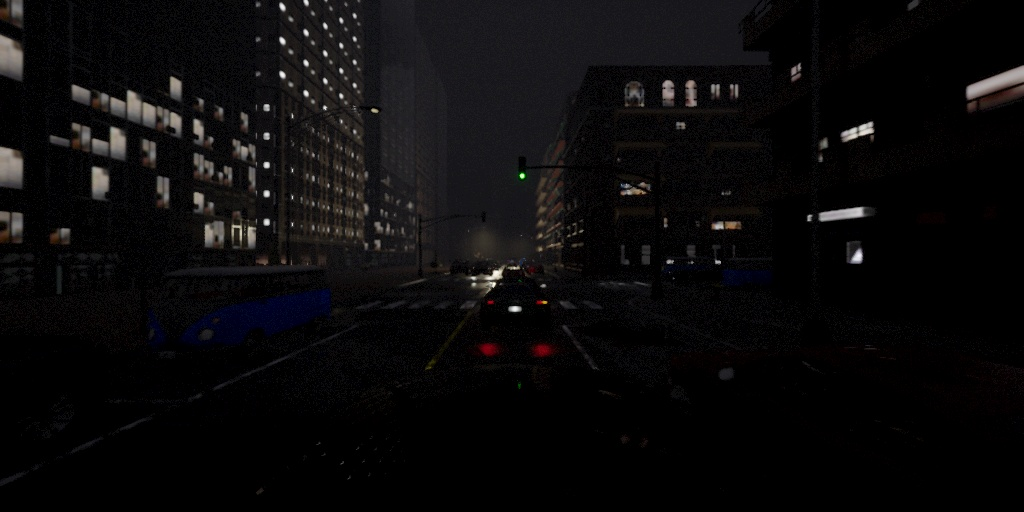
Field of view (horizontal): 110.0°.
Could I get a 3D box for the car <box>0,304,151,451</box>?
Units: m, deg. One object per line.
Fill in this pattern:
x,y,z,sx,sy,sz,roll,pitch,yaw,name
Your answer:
-5.692,1.319,2.492,1.948,1.339,4.313,0,0,0,car

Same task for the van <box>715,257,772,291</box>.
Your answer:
13.742,0.974,19.596,3.998,1.789,1.690,0,0,0,van

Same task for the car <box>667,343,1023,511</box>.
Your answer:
2.688,1.298,2.491,1.888,1.381,4.507,0,0,0,car

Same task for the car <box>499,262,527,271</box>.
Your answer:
0.100,1.476,31.553,1.895,1.301,4.718,0,0,0,car

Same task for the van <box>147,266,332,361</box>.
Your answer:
-5.692,1.116,8.015,1.690,1.789,3.998,0,0,0,van

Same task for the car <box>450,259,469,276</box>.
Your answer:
-5.691,1.230,40.404,2.192,1.841,5.009,0,0,0,car

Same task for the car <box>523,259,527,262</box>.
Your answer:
2.690,1.486,45.930,1.888,1.381,4.507,0,0,0,car

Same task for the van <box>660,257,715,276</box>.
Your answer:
13.721,0.968,27.977,3.998,1.789,1.690,0,0,0,van

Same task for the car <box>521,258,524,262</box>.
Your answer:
2.690,1.407,51.458,1.967,1.591,4.097,0,0,0,car

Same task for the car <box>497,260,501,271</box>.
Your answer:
-3.063,1.325,52.976,2.097,1.767,4.553,0,0,0,car

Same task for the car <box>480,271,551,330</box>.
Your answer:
0.155,1.352,11.294,1.994,1.385,4.181,0,0,2,car

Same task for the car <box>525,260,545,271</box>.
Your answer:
2.689,1.460,40.403,1.888,1.381,4.507,0,0,0,car

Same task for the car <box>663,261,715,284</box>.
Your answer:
13.629,1.231,25.392,4.718,1.301,1.895,-1,0,0,car

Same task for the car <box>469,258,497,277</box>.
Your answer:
-3.088,1.262,38.687,2.097,1.767,4.553,0,0,0,car
